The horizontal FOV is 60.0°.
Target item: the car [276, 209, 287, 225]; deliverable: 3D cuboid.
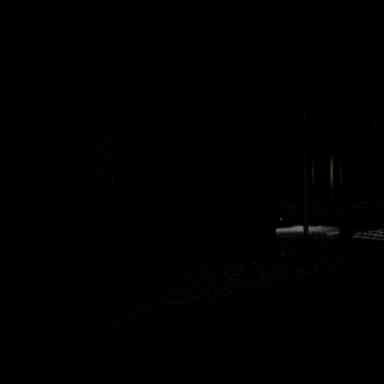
[{"bbox_3d":[3.803,1.298,21.230,1.812,1.442,4.674,-1,1,-36],"label":"car"}]
